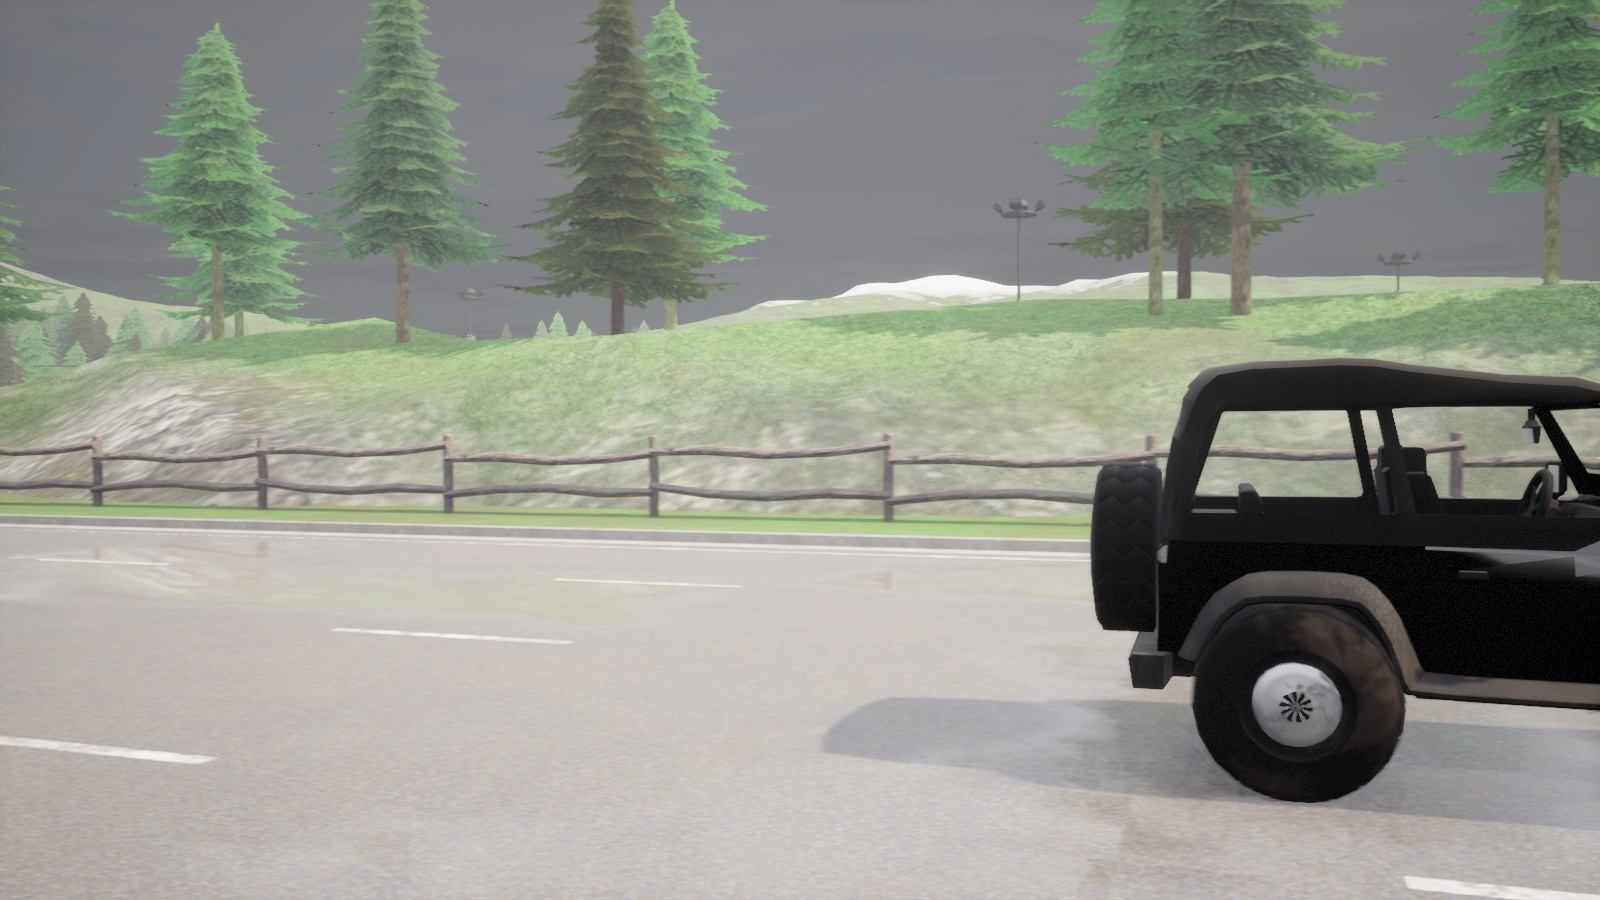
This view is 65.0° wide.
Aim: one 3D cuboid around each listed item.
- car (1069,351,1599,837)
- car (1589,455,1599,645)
[{"bbox_3d":[3.317,0.543,5.768,3.866,1.878,1.905,1,1,18],"label":"car"},{"bbox_3d":[8.279,0.780,7.813,5.357,1.411,2.033,1,1,19],"label":"car"}]
